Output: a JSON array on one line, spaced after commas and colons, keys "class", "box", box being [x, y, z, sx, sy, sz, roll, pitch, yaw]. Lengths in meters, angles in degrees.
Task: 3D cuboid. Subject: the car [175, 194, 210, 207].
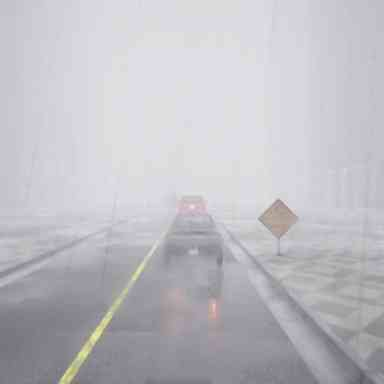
[{"class": "car", "box": [0.044, 1.226, 26.843, 2.150, 2.045, 5.566, 0, 0, 0]}]

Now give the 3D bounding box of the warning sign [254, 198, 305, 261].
[{"class": "warning sign", "box": [2.703, 1.113, 10.412, 1.300, 1.860, 1.060, 0, 0, 0]}]

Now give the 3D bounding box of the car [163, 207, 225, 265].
[{"class": "car", "box": [0.053, 1.486, 11.654, 2.128, 1.511, 4.902, 0, 0, 0]}]

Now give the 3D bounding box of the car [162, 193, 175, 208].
[{"class": "car", "box": [-3.122, 1.240, 49.632, 2.150, 2.045, 5.566, 0, 0, 0]}]
